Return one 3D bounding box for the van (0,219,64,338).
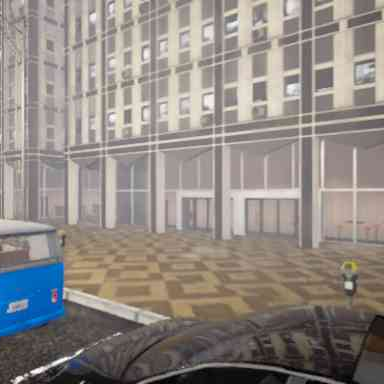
[{"bbox_3d":[-3.892,1.326,5.653,3.998,1.788,1.690,0,0,35],"label":"van"}]

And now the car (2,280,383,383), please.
[{"bbox_3d":[0.743,1.565,2.347,4.313,1.339,1.947,0,0,35],"label":"car"}]
